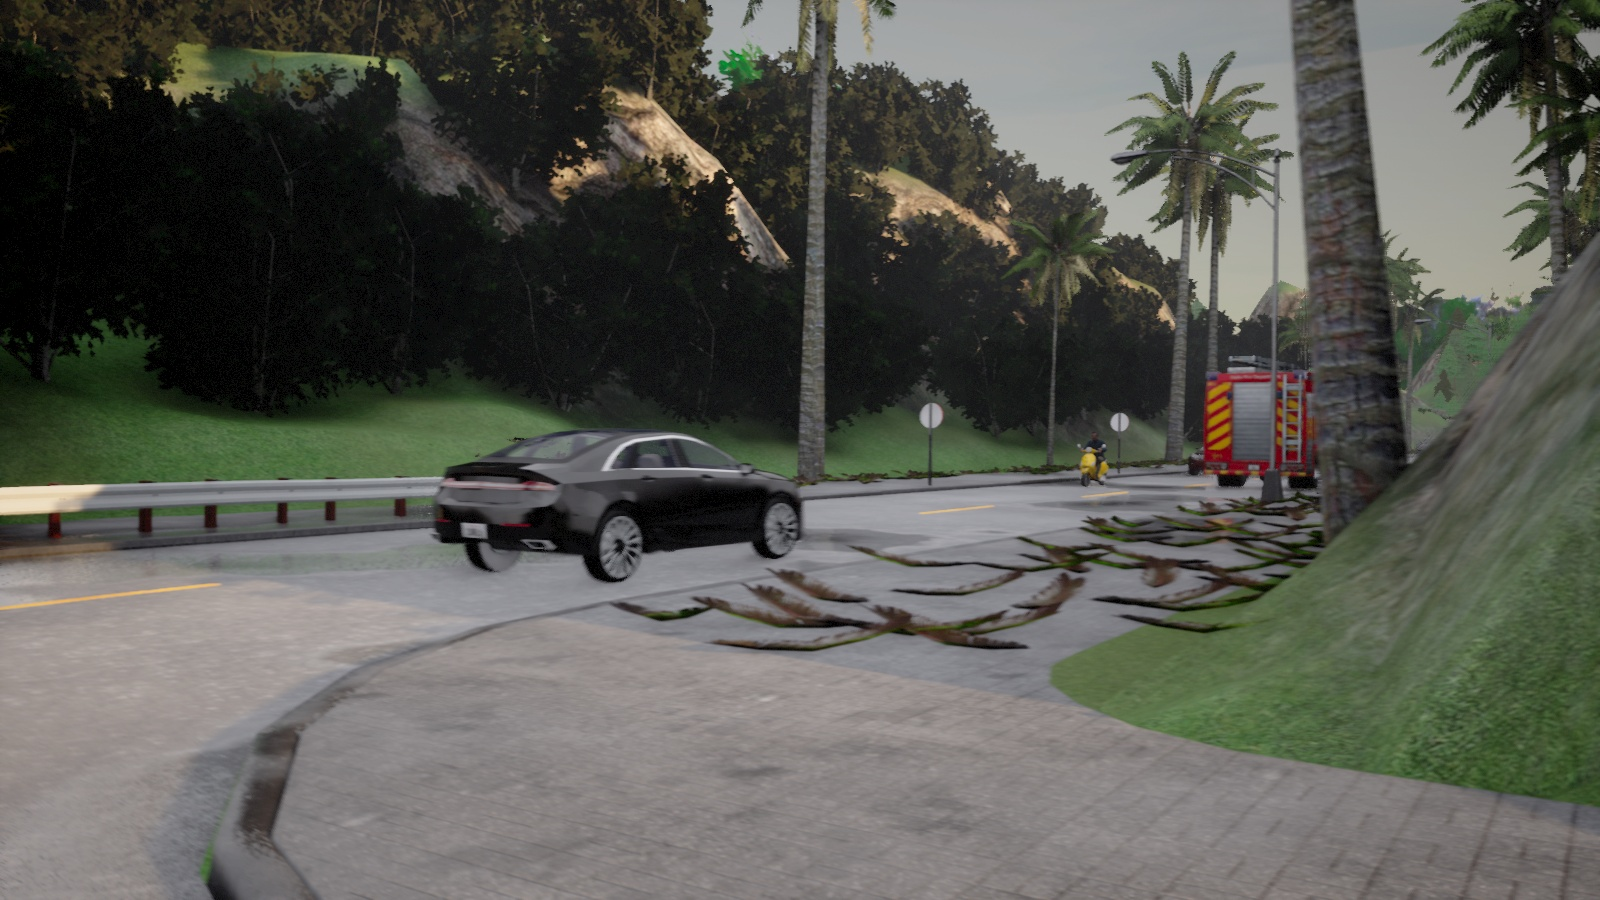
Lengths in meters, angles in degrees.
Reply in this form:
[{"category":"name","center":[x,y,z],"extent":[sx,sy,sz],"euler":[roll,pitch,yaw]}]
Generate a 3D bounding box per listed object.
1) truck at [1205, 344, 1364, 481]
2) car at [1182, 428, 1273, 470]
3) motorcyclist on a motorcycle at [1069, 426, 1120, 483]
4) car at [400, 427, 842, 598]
[{"category":"truck","center":[15.371,-1.104,39.413],"extent":[2.891,3.827,8.468],"euler":[0,1,34]},{"category":"car","center":[16.497,-0.071,48.337],"extent":[2.163,1.488,4.792],"euler":[0,1,34]},{"category":"motorcyclist on a motorcycle","center":[8.536,0.116,36.352],"extent":[0.866,1.590,1.817],"euler":[0,1,34]},{"category":"car","center":[-1.693,0.516,13.772],"extent":[2.128,1.511,4.902],"euler":[0,1,32]}]
